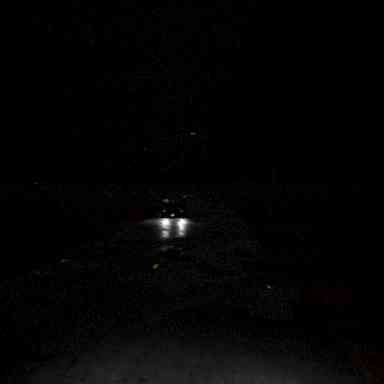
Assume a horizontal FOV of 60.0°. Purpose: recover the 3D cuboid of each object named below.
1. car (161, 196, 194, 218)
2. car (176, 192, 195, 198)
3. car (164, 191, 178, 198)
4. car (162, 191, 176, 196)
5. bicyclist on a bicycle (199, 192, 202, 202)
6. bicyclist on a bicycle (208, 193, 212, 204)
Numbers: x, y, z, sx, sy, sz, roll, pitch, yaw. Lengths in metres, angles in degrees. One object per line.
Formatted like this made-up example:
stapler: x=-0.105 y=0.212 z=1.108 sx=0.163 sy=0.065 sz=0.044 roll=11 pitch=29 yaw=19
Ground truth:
car: x=-1.243 y=1.285 z=27.122 sx=2.033 sy=1.411 sz=5.357 roll=0 pitch=1 yaw=4
car: x=-0.878 y=0.729 z=63.689 sx=2.033 sy=1.411 sz=5.357 roll=-1 pitch=1 yaw=-15
car: x=-4.913 y=0.574 z=77.102 sx=1.812 sy=1.442 sz=4.674 roll=-1 pitch=1 yaw=-20
car: x=-4.947 y=0.750 z=67.427 sx=2.033 sy=1.411 sz=5.357 roll=-1 pitch=1 yaw=-15
bicyclist on a bicycle: x=1.498 y=0.848 z=55.565 sx=0.582 sy=1.620 sz=1.656 roll=0 pitch=1 yaw=-9
bicyclist on a bicycle: x=2.568 y=0.960 z=47.003 sx=0.582 sy=1.620 sz=1.656 roll=0 pitch=0 yaw=-5
